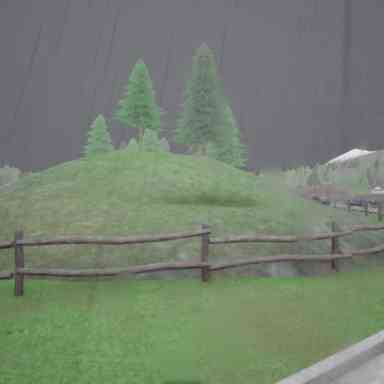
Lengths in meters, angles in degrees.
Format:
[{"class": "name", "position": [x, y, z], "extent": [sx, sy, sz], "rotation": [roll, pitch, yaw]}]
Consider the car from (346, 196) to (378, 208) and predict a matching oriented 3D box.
[{"class": "car", "position": [24.825, 1.352, 48.726], "extent": [2.097, 1.767, 4.553], "rotation": [0, 0, -16]}]

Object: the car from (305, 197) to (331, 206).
[{"class": "car", "position": [20.061, 1.505, 53.074], "extent": [1.837, 1.490, 4.892], "rotation": [0, 0, -15]}]
